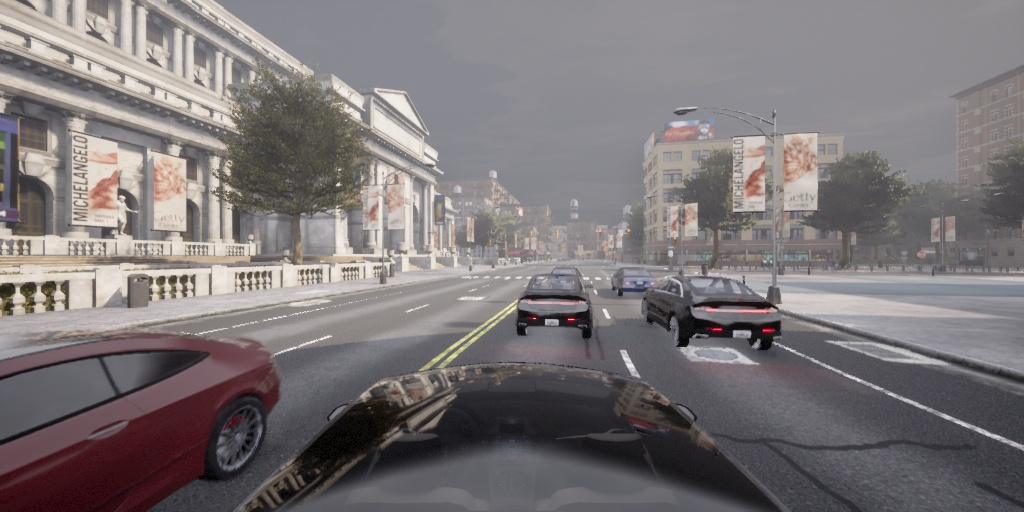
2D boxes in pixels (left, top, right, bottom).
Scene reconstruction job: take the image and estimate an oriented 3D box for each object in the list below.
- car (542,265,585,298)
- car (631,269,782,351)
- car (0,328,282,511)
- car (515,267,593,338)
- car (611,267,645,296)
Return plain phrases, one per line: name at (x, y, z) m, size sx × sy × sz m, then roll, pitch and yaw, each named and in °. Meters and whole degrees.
car at (2.937, 1.297, 19.724) m, size 2.033 × 1.411 × 5.357 m, roll 0°, pitch 0°, yaw 11°
car at (4.634, 1.240, 9.062) m, size 2.128 × 1.511 × 4.902 m, roll 0°, pitch 0°, yaw 8°
car at (-3.423, 1.276, 2.025) m, size 1.812 × 1.442 × 4.674 m, roll 0°, pitch 0°, yaw 2°
car at (1.265, 1.242, 10.248) m, size 2.128 × 1.511 × 4.902 m, roll 0°, pitch 0°, yaw 9°
car at (6.386, 1.297, 19.080) m, size 2.033 × 1.411 × 5.357 m, roll 0°, pitch 0°, yaw 11°
